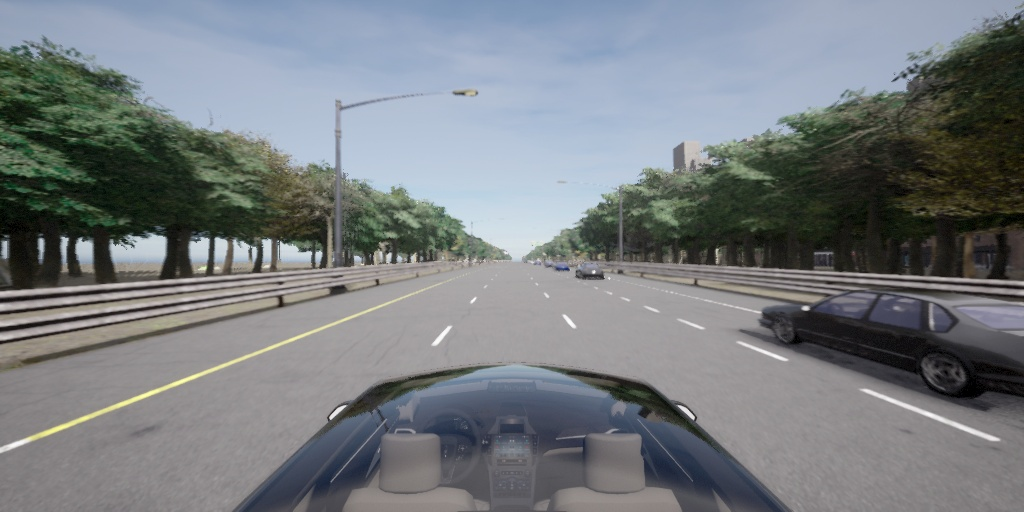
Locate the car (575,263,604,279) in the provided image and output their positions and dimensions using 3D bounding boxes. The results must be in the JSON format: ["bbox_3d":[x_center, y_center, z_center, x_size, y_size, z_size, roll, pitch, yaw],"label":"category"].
[{"bbox_3d":[7.044,1.350,32.853,1.994,1.385,4.181,0,0,0],"label":"car"}]

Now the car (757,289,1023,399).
[{"bbox_3d":[7.020,1.298,6.436,2.033,1.411,5.357,0,0,0],"label":"car"}]

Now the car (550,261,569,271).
[{"bbox_3d":[7.123,1.476,52.419,1.994,1.385,4.181,0,-1,0],"label":"car"}]
